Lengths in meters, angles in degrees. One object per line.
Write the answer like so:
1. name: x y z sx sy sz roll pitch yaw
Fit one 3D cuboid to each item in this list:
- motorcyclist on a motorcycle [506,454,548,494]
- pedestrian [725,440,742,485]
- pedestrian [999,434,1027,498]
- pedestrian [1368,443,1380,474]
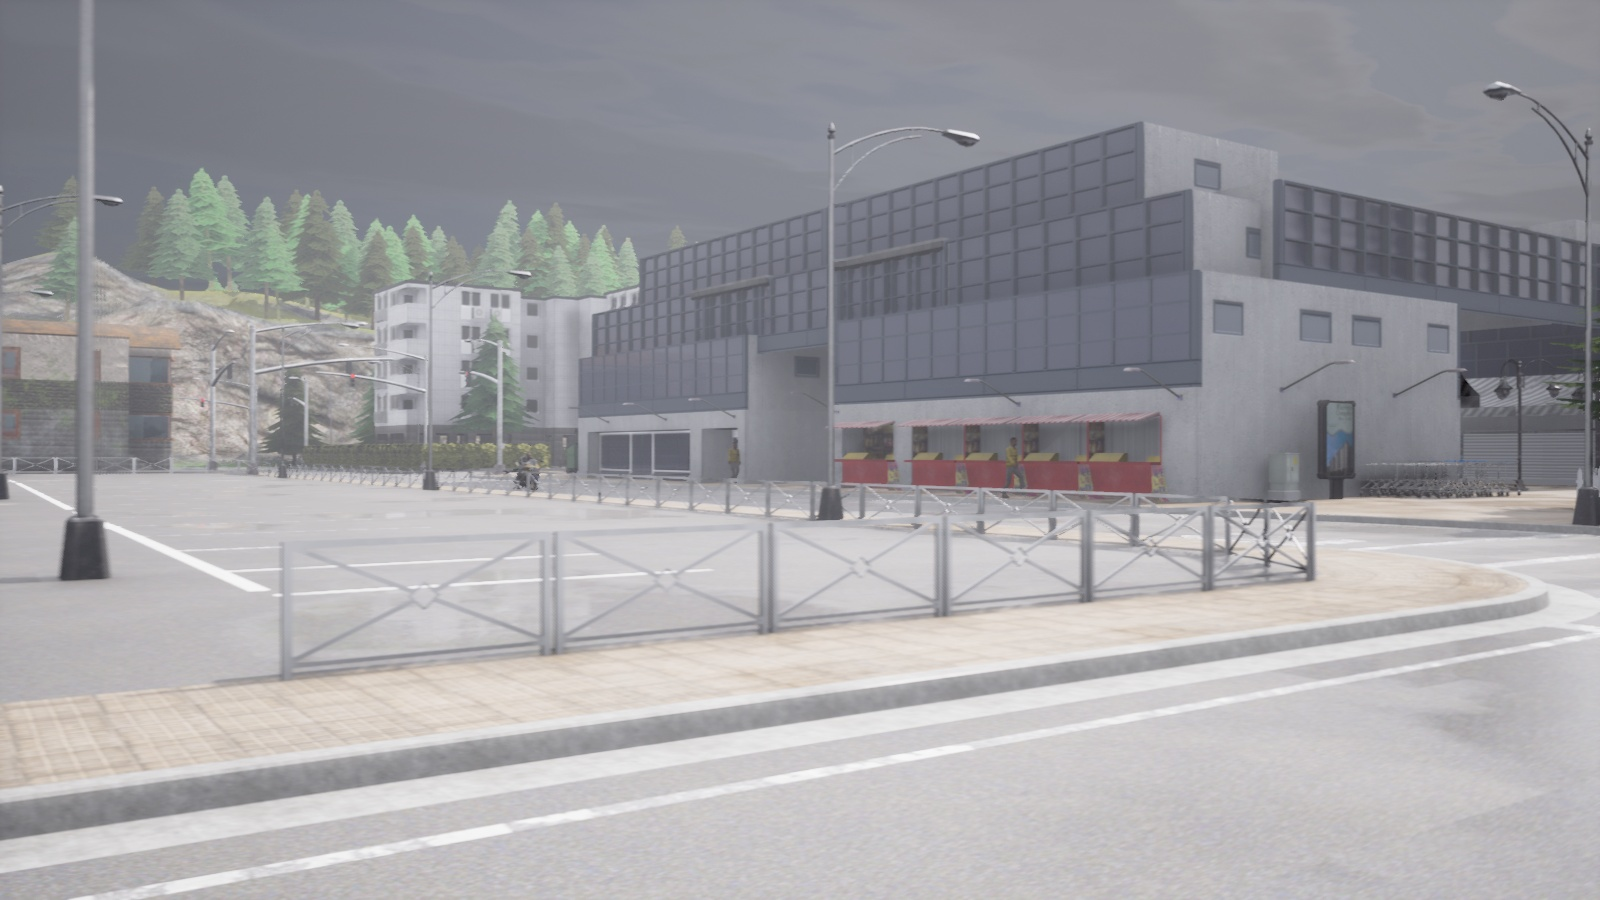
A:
1. motorcyclist on a motorcycle: -10.668 0.907 49.006 0.866 1.530 2.191 0 0 -34
2. pedestrian: -2.791 0.525 52.422 0.431 1.840 0.709 0 0 -28
3. pedestrian: 6.206 0.467 36.606 0.431 1.840 0.709 0 0 -37
4. pedestrian: 34.420 0.502 75.284 0.345 1.836 0.594 0 0 -36
